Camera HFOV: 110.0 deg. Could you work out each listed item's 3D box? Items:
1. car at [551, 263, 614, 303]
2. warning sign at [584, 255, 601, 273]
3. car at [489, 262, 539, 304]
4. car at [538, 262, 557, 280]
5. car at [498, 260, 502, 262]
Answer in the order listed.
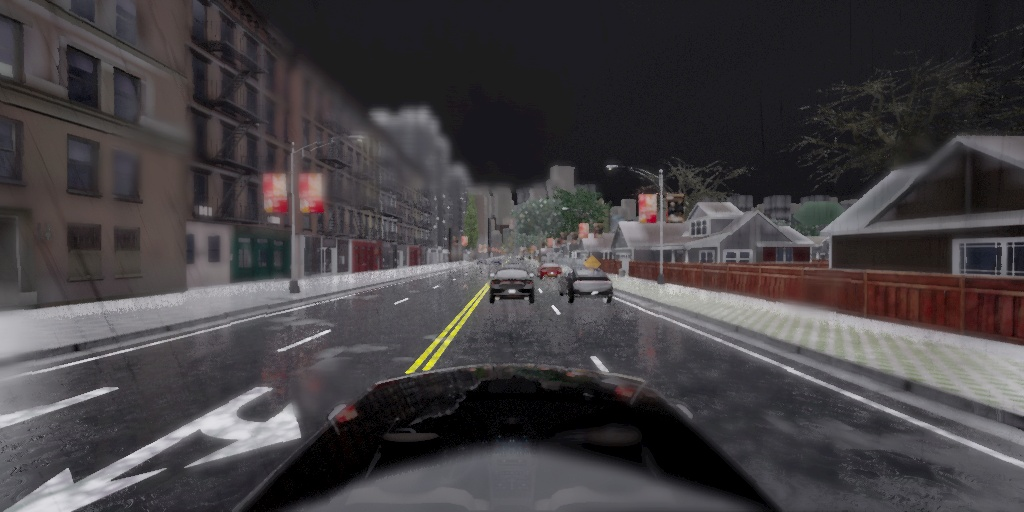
[{"bbox_3d":[3.250,1.244,16.501,2.128,1.511,4.902,0,0,0],"label":"car"},{"bbox_3d":[6.100,0.861,27.365,1.300,1.860,1.060,0,0,0],"label":"warning sign"},{"bbox_3d":[0.000,1.234,16.501,1.882,1.535,5.008,0,0,0],"label":"car"},{"bbox_3d":[3.250,1.230,31.501,1.882,1.535,5.008,0,0,0],"label":"car"},{"bbox_3d":[0.000,1.308,31.501,2.033,1.411,5.357,0,0,0],"label":"car"}]
